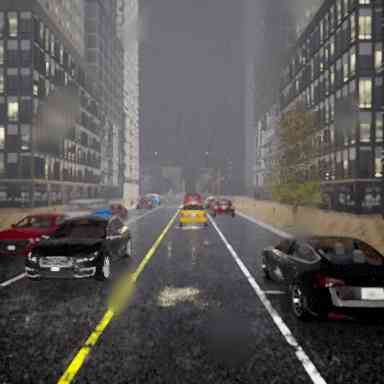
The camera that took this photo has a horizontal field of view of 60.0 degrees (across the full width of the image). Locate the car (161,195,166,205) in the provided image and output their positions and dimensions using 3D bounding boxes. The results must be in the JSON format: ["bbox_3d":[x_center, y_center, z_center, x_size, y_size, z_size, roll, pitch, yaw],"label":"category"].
[{"bbox_3d":[-5.711,1.391,52.580,1.947,1.339,4.313,0,0,0],"label":"car"}]

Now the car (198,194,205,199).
[{"bbox_3d":[2.651,1.229,92.411,2.008,1.369,4.403,0,0,0],"label":"car"}]

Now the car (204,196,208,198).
[{"bbox_3d":[2.675,1.448,41.184,1.802,1.307,4.206,0,0,0],"label":"car"}]

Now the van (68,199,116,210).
[{"bbox_3d":[-5.694,1.284,18.426,1.690,1.788,3.998,0,0,0],"label":"van"}]

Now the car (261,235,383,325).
[{"bbox_3d":[2.690,1.544,7.033,1.947,1.339,4.313,0,0,0],"label":"car"}]

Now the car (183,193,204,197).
[{"bbox_3d":[0.076,1.088,41.092,2.150,2.045,5.566,0,0,0],"label":"car"}]

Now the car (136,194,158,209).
[{"bbox_3d":[-5.705,1.306,41.194,1.967,1.590,4.097,0,0,0],"label":"car"}]

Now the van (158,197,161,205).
[{"bbox_3d":[-5.707,1.186,46.887,1.690,1.788,3.998,0,0,0],"label":"van"}]

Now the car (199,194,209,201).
[{"bbox_3d":[2.660,1.183,75.335,1.967,1.590,4.097,0,0,0],"label":"car"}]

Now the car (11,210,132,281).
[{"bbox_3d":[-3.026,1.477,9.837,1.837,1.490,4.892,0,0,0],"label":"car"}]

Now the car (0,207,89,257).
[{"bbox_3d":[-5.693,1.505,12.734,1.887,1.381,4.507,0,0,0],"label":"car"}]

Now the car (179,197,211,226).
[{"bbox_3d":[0.089,1.384,22.690,1.801,1.575,5.366,0,0,0],"label":"car"}]

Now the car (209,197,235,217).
[{"bbox_3d":[2.681,1.345,29.799,1.967,1.590,4.097,0,0,0],"label":"car"}]

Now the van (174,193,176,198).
[{"bbox_3d":[-5.726,1.041,86.731,1.690,1.788,3.998,0,0,0],"label":"van"}]

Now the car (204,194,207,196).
[{"bbox_3d":[2.672,1.370,47.046,1.752,1.417,4.829,0,0,0],"label":"car"}]

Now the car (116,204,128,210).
[{"bbox_3d":[-5.698,1.506,24.119,1.802,1.307,4.206,0,0,0],"label":"car"}]

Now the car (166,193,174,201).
[{"bbox_3d":[-5.721,1.268,75.177,1.752,1.417,4.829,0,0,0],"label":"car"}]
